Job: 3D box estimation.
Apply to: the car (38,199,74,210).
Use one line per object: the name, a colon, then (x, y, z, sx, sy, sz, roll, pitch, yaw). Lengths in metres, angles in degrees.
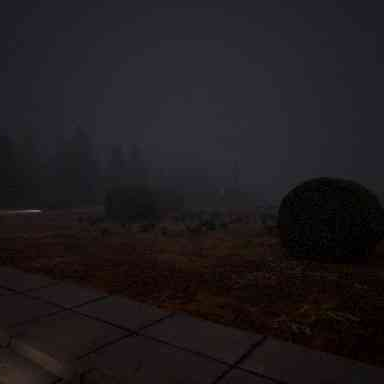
car: (-17.059, 1.555, 41.726, 1.994, 1.385, 4.181, 0, 0, 37)
